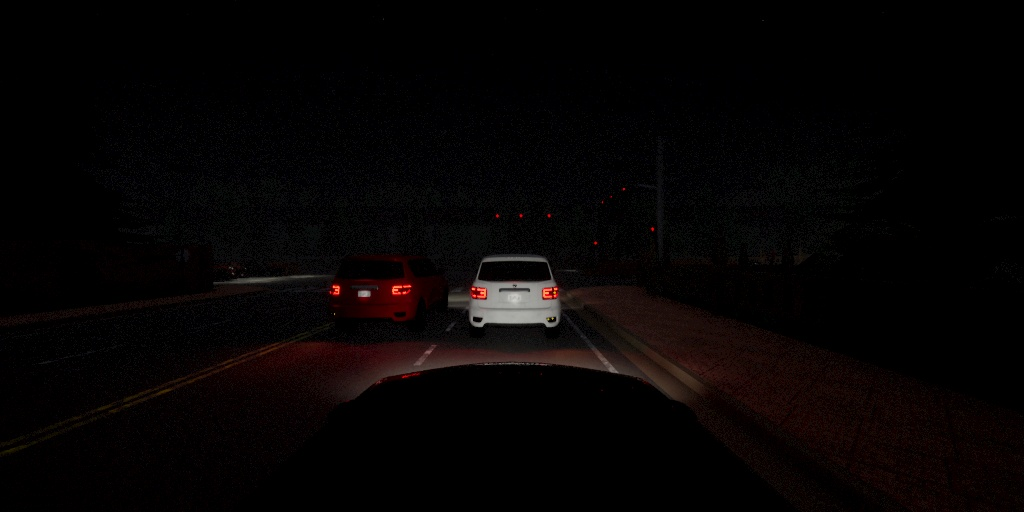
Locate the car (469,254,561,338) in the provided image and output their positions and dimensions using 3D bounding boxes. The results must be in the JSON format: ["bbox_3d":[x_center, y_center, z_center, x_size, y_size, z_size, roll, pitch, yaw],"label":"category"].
[{"bbox_3d":[0.079,0.971,10.322,2.150,2.045,5.566,0,0,1],"label":"car"}]

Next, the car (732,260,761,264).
[{"bbox_3d":[31.403,1.245,48.967,4.892,1.490,1.837,-1,0,0],"label":"car"}]

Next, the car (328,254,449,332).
[{"bbox_3d":[-3.420,0.971,11.003,2.150,2.045,5.566,0,0,0],"label":"car"}]

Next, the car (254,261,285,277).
[{"bbox_3d":[-24.955,1.228,35.119,5.008,1.535,1.882,0,0,0],"label":"car"}]

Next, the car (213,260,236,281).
[{"bbox_3d":[-25.074,1.228,28.119,5.008,1.535,1.882,0,0,0],"label":"car"}]

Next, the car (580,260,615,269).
[{"bbox_3d":[11.771,1.255,49.071,4.892,1.490,1.837,0,0,0],"label":"car"}]

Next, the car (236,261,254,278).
[{"bbox_3d":[-26.017,1.103,31.629,4.553,1.767,2.097,0,0,0],"label":"car"}]
